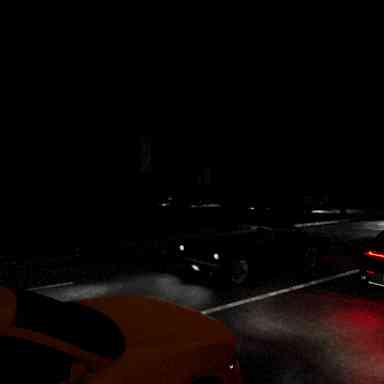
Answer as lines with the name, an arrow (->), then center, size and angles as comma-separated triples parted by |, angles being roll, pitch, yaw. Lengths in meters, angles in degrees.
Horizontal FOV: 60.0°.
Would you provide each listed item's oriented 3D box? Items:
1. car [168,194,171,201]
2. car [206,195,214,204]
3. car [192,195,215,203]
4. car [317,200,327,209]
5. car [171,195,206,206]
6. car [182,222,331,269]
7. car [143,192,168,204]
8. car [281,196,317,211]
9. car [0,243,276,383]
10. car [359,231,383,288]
car -> -6.104, 1.239, 74.804 | 2.128, 1.511, 4.902 | -1, 0, -38
car -> 0.924, 1.257, 54.672 | 2.128, 1.511, 4.902 | -1, 0, -39
car -> 2.137, 1.308, 64.642 | 1.895, 1.301, 4.718 | -1, 0, -39
car -> 13.387, 1.234, 39.136 | 1.882, 1.535, 5.008 | -1, 0, -39
car -> -0.589, 1.300, 50.959 | 1.837, 1.490, 4.892 | -1, 0, -39
car -> 1.891, 1.579, 9.645 | 4.718, 1.301, 1.895 | 0, 0, -36
car -> -7.115, 1.022, 59.149 | 2.150, 2.045, 5.566 | -1, 0, -38
car -> 10.978, 1.350, 36.549 | 1.994, 1.385, 4.181 | -1, 0, -39
car -> -1.813, 1.478, 2.437 | 5.008, 1.535, 1.882 | 0, 0, -36
car -> 5.900, 1.468, 7.959 | 4.892, 1.490, 1.837 | 0, 0, -35
